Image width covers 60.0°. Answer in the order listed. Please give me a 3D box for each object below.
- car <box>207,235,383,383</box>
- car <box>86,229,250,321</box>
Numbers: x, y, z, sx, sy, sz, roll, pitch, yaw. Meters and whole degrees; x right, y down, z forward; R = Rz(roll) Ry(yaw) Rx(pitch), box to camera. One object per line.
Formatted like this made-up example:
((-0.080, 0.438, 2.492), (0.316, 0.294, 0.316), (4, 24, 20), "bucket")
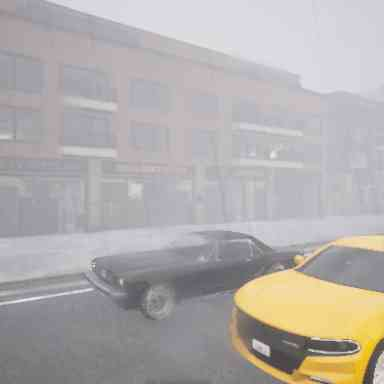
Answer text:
((2.848, 1.457, 5.079), (5.008, 1.535, 1.882), (0, 0, -34), "car")
((0.237, 1.549, 7.248), (4.718, 1.301, 1.895), (0, 0, -34), "car")
